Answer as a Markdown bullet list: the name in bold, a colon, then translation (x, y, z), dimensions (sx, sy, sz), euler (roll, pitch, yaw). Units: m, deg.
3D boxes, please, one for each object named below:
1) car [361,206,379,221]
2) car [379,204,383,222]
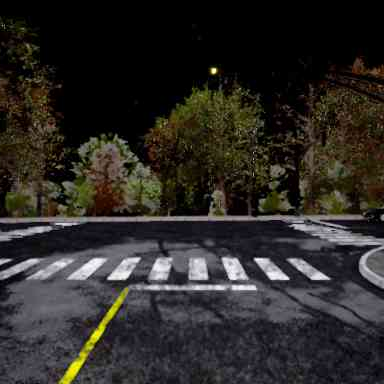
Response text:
- **car**: translation (15.215, 1.418, 24.694), dimensions (4.892, 1.490, 1.837), euler (-1, -1, 1)
- **car**: translation (15.152, 1.469, 21.441), dimensions (4.718, 1.301, 1.895), euler (-1, -1, 1)
